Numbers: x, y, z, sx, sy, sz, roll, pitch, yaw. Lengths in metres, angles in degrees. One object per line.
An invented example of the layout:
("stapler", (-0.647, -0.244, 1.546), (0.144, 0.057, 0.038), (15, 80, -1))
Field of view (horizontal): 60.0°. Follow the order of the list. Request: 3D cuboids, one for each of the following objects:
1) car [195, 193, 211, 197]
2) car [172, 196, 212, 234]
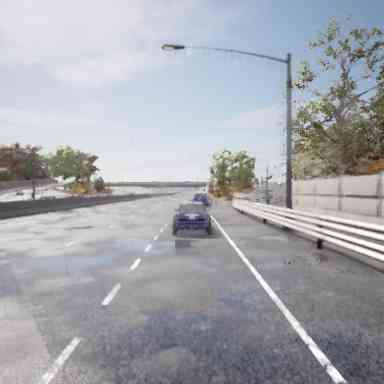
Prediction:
("car", (1.613, 1.219, 50.027), (2.150, 2.045, 5.566), (0, -1, 11))
("car", (0.005, 1.336, 19.335), (2.097, 1.767, 4.553), (0, 0, 0))
